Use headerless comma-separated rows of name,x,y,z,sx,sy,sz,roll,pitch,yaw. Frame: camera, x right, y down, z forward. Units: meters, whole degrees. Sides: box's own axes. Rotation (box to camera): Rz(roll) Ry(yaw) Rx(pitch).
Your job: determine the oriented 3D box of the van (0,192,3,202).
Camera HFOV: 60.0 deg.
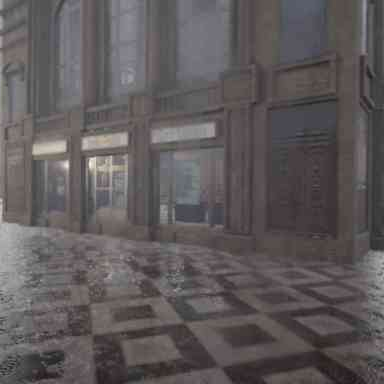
van,-27.982,0.850,48.238,1.690,1.788,3.998,2,2,36
